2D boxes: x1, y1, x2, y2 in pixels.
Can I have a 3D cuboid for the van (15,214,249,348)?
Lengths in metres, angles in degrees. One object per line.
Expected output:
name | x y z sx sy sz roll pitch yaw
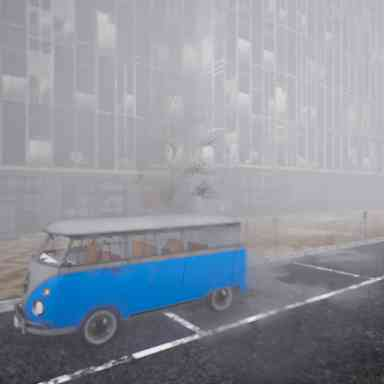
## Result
van | -0.807 1.335 5.985 3.998 1.788 1.690 0 0 -36
